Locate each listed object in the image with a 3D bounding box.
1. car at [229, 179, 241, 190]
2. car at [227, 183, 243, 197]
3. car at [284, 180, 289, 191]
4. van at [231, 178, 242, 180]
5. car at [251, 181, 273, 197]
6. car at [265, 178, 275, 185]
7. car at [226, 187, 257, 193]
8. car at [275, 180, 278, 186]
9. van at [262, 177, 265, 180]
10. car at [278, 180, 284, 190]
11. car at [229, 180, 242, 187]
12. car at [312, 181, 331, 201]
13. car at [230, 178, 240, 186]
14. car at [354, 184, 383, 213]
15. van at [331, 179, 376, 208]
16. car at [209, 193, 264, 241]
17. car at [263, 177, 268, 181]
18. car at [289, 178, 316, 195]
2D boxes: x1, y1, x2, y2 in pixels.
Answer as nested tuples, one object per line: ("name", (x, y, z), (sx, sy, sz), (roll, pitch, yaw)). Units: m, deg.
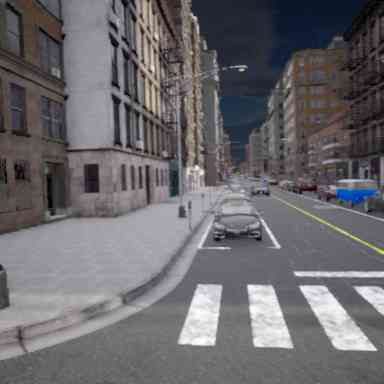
("car", (7.889, -1.501, 61.080), (2.192, 1.841, 5.009), (-1, 2, 7))
("car", (5.126, -0.297, 39.493), (1.752, 1.417, 4.829), (-1, 2, 7))
("car", (13.832, -0.718, 43.979), (1.947, 1.339, 4.313), (-1, 2, 7))
("van", (7.202, -1.228, 55.724), (1.690, 1.788, 3.998), (-1, 2, 7))
("car", (7.479, -0.224, 36.911), (1.994, 1.385, 4.181), (-1, 2, 7))
("car", (17.297, -1.973, 70.758), (1.887, 1.381, 4.507), (-1, 2, 7))
("car", (2.378, 0.690, 18.067), (1.752, 1.417, 4.829), (-1, 2, 7))
("car", (15.239, -1.259, 54.857), (1.752, 1.417, 4.829), (-1, 2, 7))
("van", (19.371, -2.917, 86.817), (1.690, 1.788, 3.998), (-1, 2, 7))
("car", (14.525, -0.980, 49.335), (2.008, 1.369, 4.403), (-1, 2, 7))
("car", (4.458, -0.143, 34.302), (1.967, 1.590, 4.097), (-1, 2, 7))
("car", (11.753, 0.039, 27.912), (1.802, 1.307, 4.206), (-1, 2, 7))
("car", (10.636, -2.488, 82.507), (2.192, 1.841, 5.009), (-1, 2, 7))
("car", (10.365, 0.501, 17.199), (2.008, 1.369, 4.403), (-1, 2, 7))
("van", (11.052, 0.045, 22.546), (1.690, 1.788, 3.998), (-1, 2, 7))
("car", (1.714, 0.955, 12.879), (2.008, 1.369, 4.403), (-1, 2, 7))
("car", (17.991, -2.198, 76.115), (1.947, 1.339, 4.313), (-1, 2, 7))
("car", (13.131, -0.722, 38.613), (2.192, 1.841, 5.009), (-1, 2, 7))
